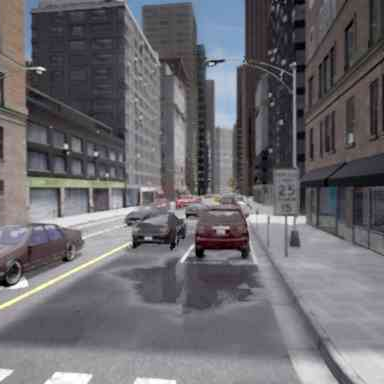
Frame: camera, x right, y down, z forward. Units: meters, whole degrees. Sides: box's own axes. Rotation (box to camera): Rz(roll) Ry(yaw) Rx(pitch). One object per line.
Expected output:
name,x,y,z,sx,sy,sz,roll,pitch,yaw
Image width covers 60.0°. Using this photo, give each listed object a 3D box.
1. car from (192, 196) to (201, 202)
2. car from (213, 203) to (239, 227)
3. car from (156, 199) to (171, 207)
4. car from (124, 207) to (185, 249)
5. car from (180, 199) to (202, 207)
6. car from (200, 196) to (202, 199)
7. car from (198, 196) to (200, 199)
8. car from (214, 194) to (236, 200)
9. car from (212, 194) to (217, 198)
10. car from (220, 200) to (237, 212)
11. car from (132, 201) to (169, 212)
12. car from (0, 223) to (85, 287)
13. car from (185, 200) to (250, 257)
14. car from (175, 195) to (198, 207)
car,1.307,1.785,87.351,1.887,1.381,4.507,-1,0,7
car,2.576,1.646,24.815,1.752,1.417,4.829,-1,0,7
car,-3.944,1.609,42.466,1.967,1.590,4.097,-1,0,7
car,-1.415,1.643,15.217,1.812,1.442,4.674,0,0,7
car,0.509,1.686,31.671,2.033,1.411,5.357,0,0,7
car,0.652,1.811,81.741,1.802,1.307,4.206,-1,0,7
car,-0.007,1.659,76.130,1.967,1.590,4.097,-1,0,7
car,3.866,1.451,35.869,2.192,1.841,5.009,-1,0,7
car,6.686,1.570,84.470,1.882,1.535,5.008,0,0,7
car,4.526,1.694,41.480,2.008,1.369,4.403,-1,0,7
car,-3.418,1.686,24.774,2.033,1.411,5.357,0,0,7
car,-5.138,1.666,10.061,2.033,1.411,5.357,0,0,7
car,1.241,1.421,13.424,2.192,1.841,5.009,-1,0,7
car,-0.915,1.383,45.322,2.150,2.045,5.566,0,0,7
